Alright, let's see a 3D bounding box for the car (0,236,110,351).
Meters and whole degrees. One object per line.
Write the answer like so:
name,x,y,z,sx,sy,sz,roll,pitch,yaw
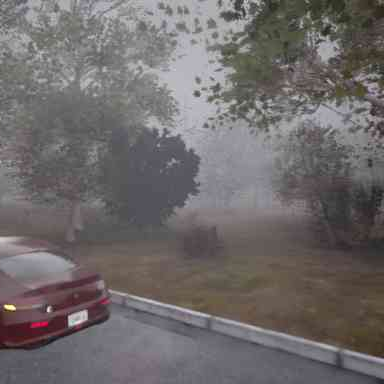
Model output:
car,-3.402,1.521,5.807,4.674,1.442,1.812,0,0,36
